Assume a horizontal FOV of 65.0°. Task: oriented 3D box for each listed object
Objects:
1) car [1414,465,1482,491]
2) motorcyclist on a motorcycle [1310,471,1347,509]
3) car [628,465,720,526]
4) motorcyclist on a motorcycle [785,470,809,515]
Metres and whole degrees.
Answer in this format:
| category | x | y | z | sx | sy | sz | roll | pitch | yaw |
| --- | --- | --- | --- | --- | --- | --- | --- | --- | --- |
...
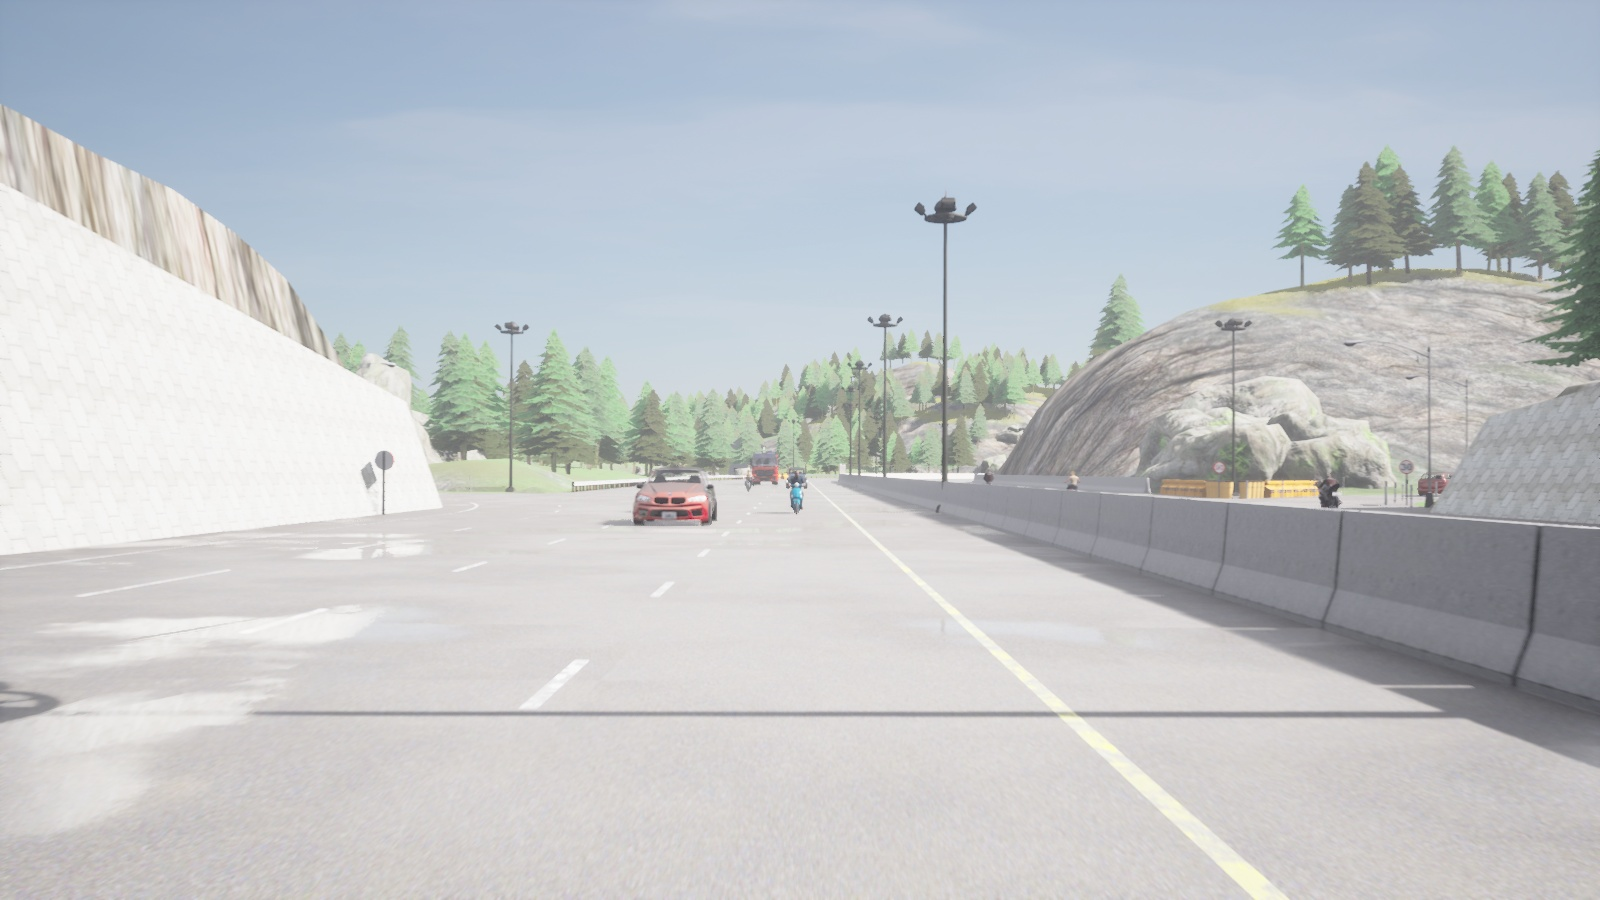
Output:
| category | x | y | z | sx | sy | sz | roll | pitch | yaw |
| --- | --- | --- | --- | --- | --- | --- | --- | --- | --- |
| car | 44.500 | 1.903 | 86.218 | 4.611 | 1.667 | 2.242 | 0 | -1 | -34 |
| motorcyclist on a motorcycle | 21.580 | 1.622 | 51.294 | 0.866 | 1.530 | 2.191 | 0 | -1 | 8 |
| car | -3.590 | 1.287 | 36.653 | 2.242 | 1.667 | 4.611 | 0 | -1 | 0 |
| motorcyclist on a motorcycle | -0.110 | 1.529 | 45.434 | 0.866 | 1.590 | 1.817 | 0 | -1 | 0 |
